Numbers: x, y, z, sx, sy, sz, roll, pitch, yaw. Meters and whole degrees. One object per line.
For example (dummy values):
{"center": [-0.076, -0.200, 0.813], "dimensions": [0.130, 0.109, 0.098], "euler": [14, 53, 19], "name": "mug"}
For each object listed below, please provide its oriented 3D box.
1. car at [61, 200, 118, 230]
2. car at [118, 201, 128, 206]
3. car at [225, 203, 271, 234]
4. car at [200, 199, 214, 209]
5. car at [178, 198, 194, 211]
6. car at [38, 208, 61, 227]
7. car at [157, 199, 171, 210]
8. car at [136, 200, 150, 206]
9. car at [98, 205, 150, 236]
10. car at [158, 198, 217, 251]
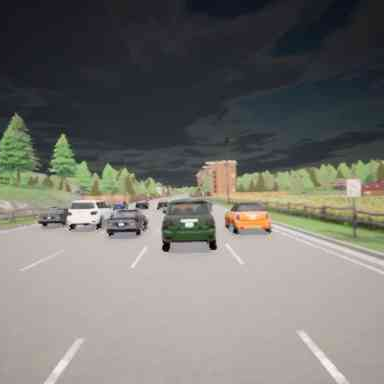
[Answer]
{"center": [-7.388, 1.608, 24.626], "dimensions": [2.150, 2.045, 5.566], "euler": [-2, 0, -1], "name": "car"}
{"center": [-11.563, 2.244, 54.245], "dimensions": [1.812, 1.442, 4.674], "euler": [-2, 0, -1], "name": "car"}
{"center": [3.221, 1.412, 20.012], "dimensions": [2.097, 1.767, 4.553], "euler": [-2, 0, -1], "name": "car"}
{"center": [2.427, 1.862, 54.545], "dimensions": [1.812, 1.442, 4.674], "euler": [-2, 0, -1], "name": "car"}
{"center": [-0.901, 1.725, 47.084], "dimensions": [2.097, 1.767, 4.553], "euler": [-2, 0, -1], "name": "car"}
{"center": [-10.953, 2.055, 27.890], "dimensions": [2.033, 1.411, 5.357], "euler": [-2, 0, -1], "name": "car"}
{"center": [-4.579, 2.009, 54.820], "dimensions": [1.882, 1.535, 5.008], "euler": [-2, 0, -1], "name": "car"}
{"center": [-8.073, 2.103, 54.622], "dimensions": [1.882, 1.535, 5.008], "euler": [-2, 0, -1], "name": "car"}
{"center": [-3.820, 1.803, 20.308], "dimensions": [2.033, 1.411, 5.357], "euler": [-2, 0, -1], "name": "car"}
{"center": [-0.165, 1.338, 15.092], "dimensions": [2.150, 2.045, 5.566], "euler": [-2, 0, -1], "name": "car"}
